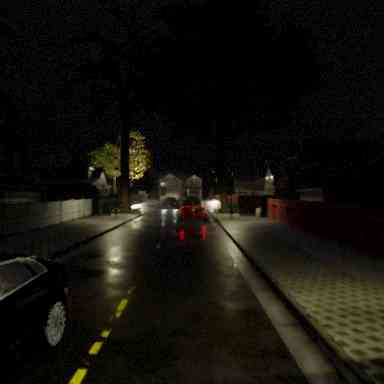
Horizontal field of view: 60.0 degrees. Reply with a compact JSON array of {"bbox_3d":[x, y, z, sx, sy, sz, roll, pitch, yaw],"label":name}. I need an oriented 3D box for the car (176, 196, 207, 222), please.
[{"bbox_3d":[0.089,1.317,26.405,2.097,1.767,4.553,0,0,0],"label":"car"}]

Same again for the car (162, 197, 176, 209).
[{"bbox_3d":[-2.848,1.442,43.611,1.837,1.490,4.892,0,0,0],"label":"car"}]

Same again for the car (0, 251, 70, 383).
[{"bbox_3d":[-2.850,1.487,3.402,2.128,1.511,4.902,0,0,0],"label":"car"}]

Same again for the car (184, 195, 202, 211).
[{"bbox_3d":[0.087,1.294,40.594,2.097,1.767,4.553,0,0,0],"label":"car"}]
